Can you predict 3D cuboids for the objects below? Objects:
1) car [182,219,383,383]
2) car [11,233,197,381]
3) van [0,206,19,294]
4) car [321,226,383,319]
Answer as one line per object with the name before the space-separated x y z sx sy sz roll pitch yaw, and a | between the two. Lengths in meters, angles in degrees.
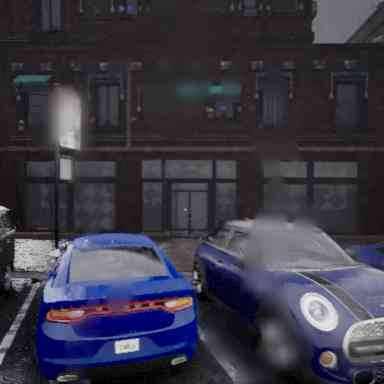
car | 1.576 1.350 5.715 2.185 1.767 4.553 1 -1 -18
car | -1.427 1.459 5.785 2.097 1.535 5.008 0 -1 -18
van | -4.465 1.219 6.014 1.878 1.987 4.442 0 -1 -18
car | 4.580 1.531 5.569 2.002 1.452 4.674 1 -1 -18
